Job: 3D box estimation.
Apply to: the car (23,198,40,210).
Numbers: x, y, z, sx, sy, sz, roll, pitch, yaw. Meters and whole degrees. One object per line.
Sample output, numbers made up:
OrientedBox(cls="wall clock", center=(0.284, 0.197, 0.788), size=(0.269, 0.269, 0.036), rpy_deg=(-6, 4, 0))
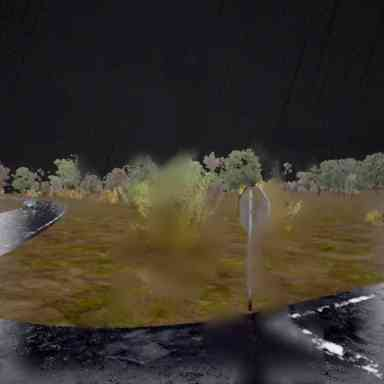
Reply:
OrientedBox(cls="car", center=(-22.465, 1.628, 46.645), size=(2.128, 1.511, 4.902), rpy_deg=(0, 0, -19))
